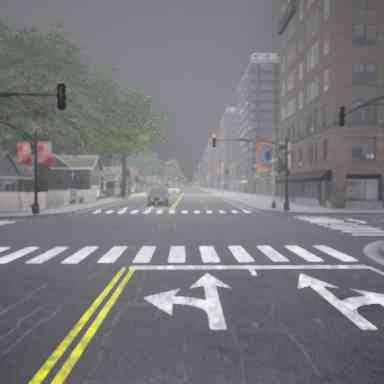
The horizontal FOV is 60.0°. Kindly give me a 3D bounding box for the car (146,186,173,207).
[{"bbox_3d":[-3.522,0.551,35.499,2.150,2.045,5.566,0,3,0],"label":"car"}]

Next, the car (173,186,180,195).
[{"bbox_3d":[-3.807,-0.346,72.628,2.150,2.045,5.566,0,1,0],"label":"car"}]
